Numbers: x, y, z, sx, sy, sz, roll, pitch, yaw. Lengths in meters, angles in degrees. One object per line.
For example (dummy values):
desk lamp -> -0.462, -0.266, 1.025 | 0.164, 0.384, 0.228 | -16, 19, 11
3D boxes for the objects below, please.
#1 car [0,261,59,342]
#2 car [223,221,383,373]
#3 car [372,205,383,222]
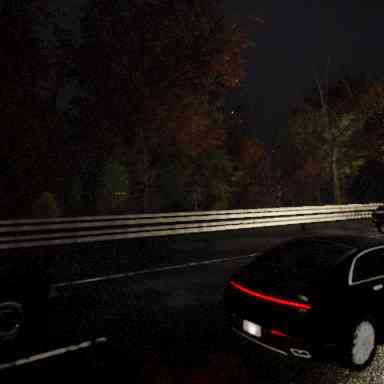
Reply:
car -> -4.534, 1.601, 4.799 | 4.718, 1.301, 1.895 | 0, 0, -36
car -> 2.746, 1.498, 5.680 | 4.892, 1.490, 1.837 | 0, 0, -35
car -> 10.160, 1.044, 15.226 | 4.902, 1.511, 2.128 | 0, -4, -35
